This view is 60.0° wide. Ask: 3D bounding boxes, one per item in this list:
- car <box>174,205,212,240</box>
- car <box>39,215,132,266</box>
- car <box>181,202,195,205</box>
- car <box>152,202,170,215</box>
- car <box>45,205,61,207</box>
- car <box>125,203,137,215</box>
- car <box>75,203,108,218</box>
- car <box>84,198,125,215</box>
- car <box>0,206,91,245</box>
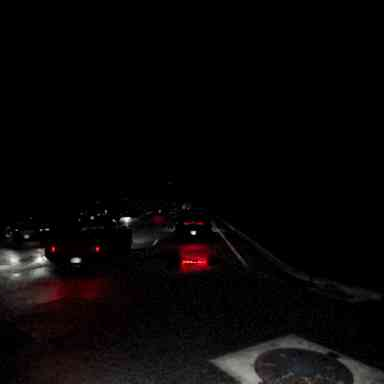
[{"bbox_3d":[0.066,1.721,18.397,1.837,1.490,4.892,0,-1,0],"label":"car"},{"bbox_3d":[-3.411,1.742,12.008,1.895,1.301,4.718,0,-1,0],"label":"car"},{"bbox_3d":[-0.571,2.071,46.613,1.812,1.442,4.674,0,-1,-2],"label":"car"},{"bbox_3d":[-3.791,1.980,40.638,1.837,1.490,4.892,0,-1,-2],"label":"car"},{"bbox_3d":[-10.689,1.805,25.628,1.837,1.490,4.892,0,-1,-1],"label":"car"},{"bbox_3d":[-7.321,1.980,37.001,2.033,1.411,5.357,0,-1,-1],"label":"car"},{"bbox_3d":[-10.808,1.970,36.194,2.033,1.411,5.357,0,-1,-1],"label":"car"},{"bbox_3d":[-7.197,1.534,26.672,2.150,2.045,5.566,0,-1,0],"label":"car"},{"bbox_3d":[-7.114,1.689,16.810,2.128,1.511,4.902,0,-1,1],"label":"car"}]
